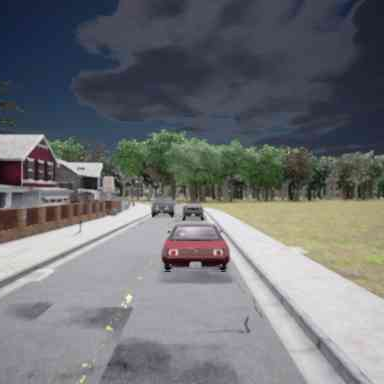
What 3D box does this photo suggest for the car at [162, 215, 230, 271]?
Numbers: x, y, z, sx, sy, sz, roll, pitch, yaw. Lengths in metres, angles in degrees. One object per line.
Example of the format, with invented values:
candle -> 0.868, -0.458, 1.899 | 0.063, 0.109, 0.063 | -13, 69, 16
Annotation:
car -> 0.103, 1.686, 11.191 | 1.895, 1.301, 4.718 | 0, 0, 0

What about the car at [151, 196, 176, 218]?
car -> -2.870, 1.476, 34.161 | 2.150, 2.045, 5.566 | 0, 0, 0

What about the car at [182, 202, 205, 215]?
car -> 0.099, 1.739, 31.176 | 1.837, 1.490, 4.892 | 0, 0, 0
